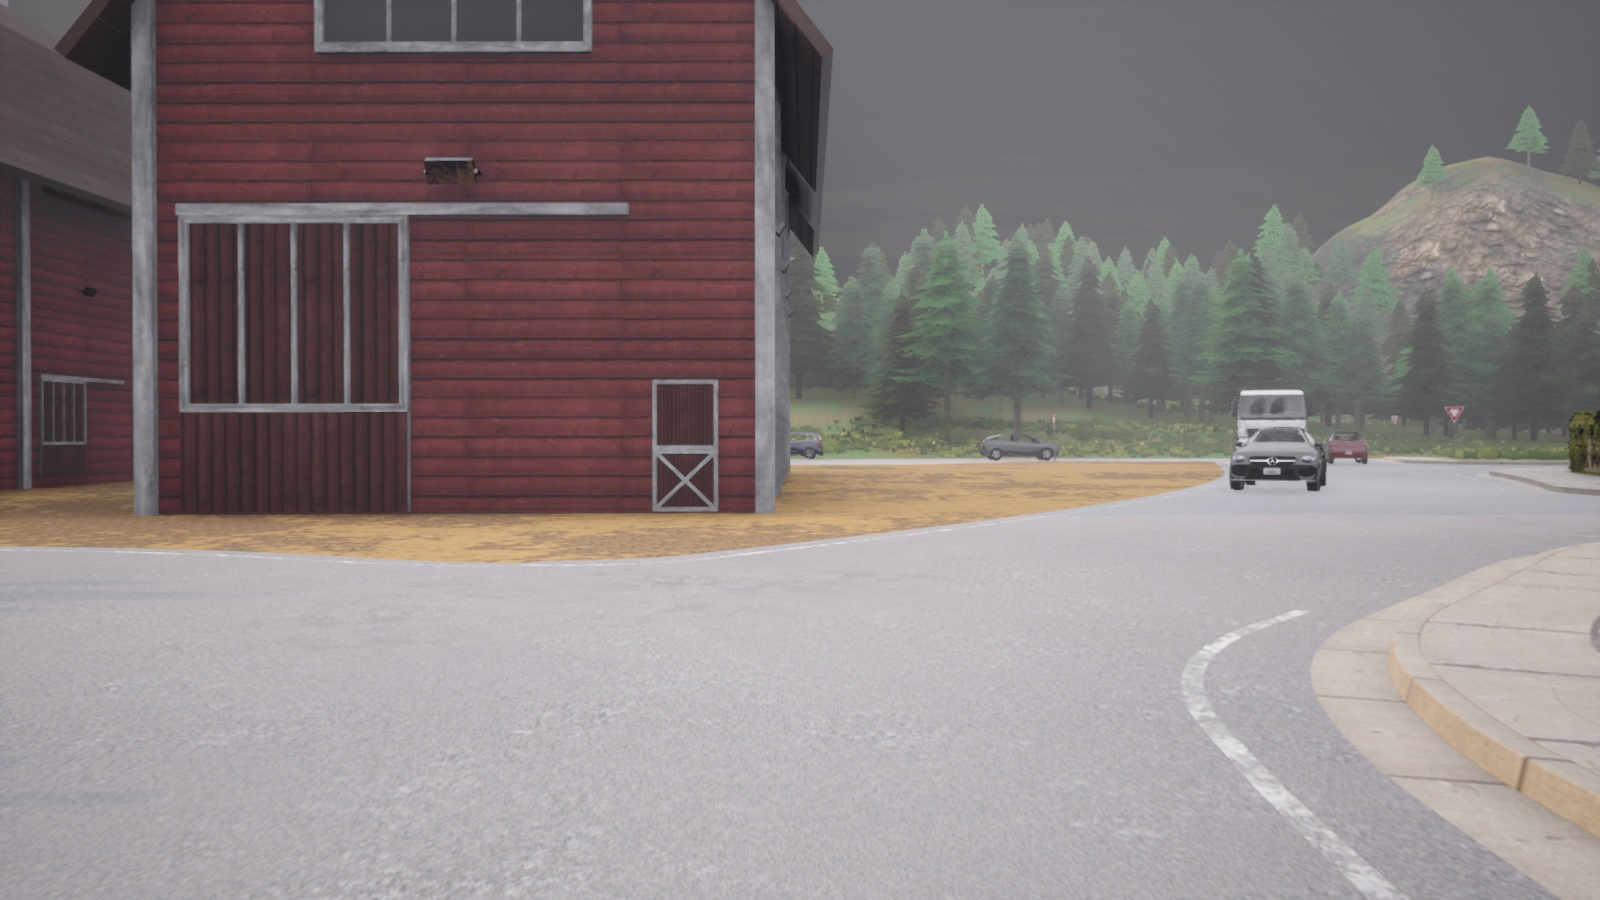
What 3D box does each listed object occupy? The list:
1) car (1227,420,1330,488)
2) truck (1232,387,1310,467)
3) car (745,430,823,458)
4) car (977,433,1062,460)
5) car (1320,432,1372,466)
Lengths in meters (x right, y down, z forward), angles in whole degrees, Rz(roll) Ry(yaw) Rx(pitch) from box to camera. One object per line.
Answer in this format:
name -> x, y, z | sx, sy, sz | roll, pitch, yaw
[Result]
car -> 12.764, 0.061, 33.336 | 2.152, 1.651, 5.027 | 0, 1, 25
truck -> 21.776, -1.062, 58.444 | 2.891, 3.462, 7.936 | 0, 1, 17
car -> -0.919, -0.357, 75.248 | 4.611, 1.667, 2.242 | 0, 1, 1
car -> 12.486, -0.206, 71.563 | 4.514, 1.525, 2.007 | 0, 1, 1
car -> 25.387, -0.065, 58.469 | 1.845, 1.501, 3.633 | 0, 1, 18
